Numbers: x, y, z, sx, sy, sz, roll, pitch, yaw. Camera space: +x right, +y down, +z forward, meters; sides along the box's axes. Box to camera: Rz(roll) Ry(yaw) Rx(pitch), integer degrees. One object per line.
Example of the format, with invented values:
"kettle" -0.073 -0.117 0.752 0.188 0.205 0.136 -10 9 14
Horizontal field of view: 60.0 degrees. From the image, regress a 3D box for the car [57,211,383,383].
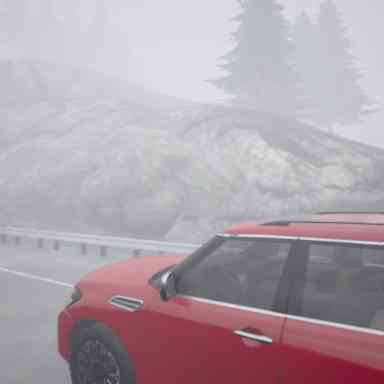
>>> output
"car" 1.109 1.213 3.115 5.566 2.045 2.150 0 0 35
